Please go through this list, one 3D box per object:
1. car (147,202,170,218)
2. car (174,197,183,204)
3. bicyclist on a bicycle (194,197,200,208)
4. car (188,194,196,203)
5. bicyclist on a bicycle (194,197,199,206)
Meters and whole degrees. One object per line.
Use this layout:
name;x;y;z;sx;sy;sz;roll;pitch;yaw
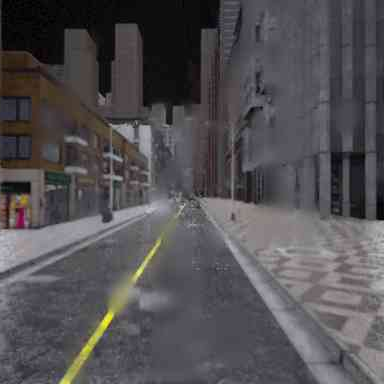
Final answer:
car;-3.093;1.633;31.148;1.812;1.442;4.674;0;0;0
car;-2.992;1.821;72.421;2.128;1.511;4.902;0;0;0
bicyclist on a bicycle;0.831;1.672;50.857;0.582;1.620;1.656;0;-1;0
car;0.011;1.701;77.834;1.837;1.490;4.892;0;0;0
bicyclist on a bicycle;0.827;1.714;59.854;0.866;1.612;1.509;0;0;0
